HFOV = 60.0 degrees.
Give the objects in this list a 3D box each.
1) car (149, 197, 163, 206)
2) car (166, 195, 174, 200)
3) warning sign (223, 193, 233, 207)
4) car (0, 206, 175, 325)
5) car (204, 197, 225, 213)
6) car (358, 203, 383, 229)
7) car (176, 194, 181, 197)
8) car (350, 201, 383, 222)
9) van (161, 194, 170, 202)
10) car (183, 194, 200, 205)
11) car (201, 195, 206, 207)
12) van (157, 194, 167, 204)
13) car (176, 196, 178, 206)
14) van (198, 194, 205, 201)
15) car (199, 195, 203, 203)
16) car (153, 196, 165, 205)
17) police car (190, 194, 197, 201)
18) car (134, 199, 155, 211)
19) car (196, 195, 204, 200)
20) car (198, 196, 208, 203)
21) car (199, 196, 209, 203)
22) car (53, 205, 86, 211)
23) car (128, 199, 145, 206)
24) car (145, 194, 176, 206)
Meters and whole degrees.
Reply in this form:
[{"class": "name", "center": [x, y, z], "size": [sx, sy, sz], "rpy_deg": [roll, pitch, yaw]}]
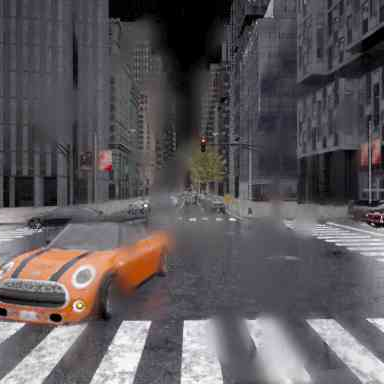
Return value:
[{"class": "car", "center": [-5.981, 1.579, 55.898], "size": [1.947, 1.339, 4.313], "rpy_deg": [0, 0, 0]}, {"class": "car", "center": [-6.220, 1.624, 93.789], "size": [1.802, 1.307, 4.206], "rpy_deg": [0, 0, 0]}, {"class": "warning sign", "center": [4.918, 1.123, 45.475], "size": [1.300, 1.860, 1.060], "rpy_deg": [0, 0, 0]}, {"class": "car", "center": [-2.079, 1.378, 7.516], "size": [2.097, 1.767, 4.553], "rpy_deg": [0, 0, 15]}, {"class": "car", "center": [2.667, 1.556, 36.385], "size": [2.008, 1.369, 4.403], "rpy_deg": [0, 0, 0]}, {"class": "car", "center": [11.805, 1.362, 17.677], "size": [4.718, 1.301, 1.895], "rpy_deg": [-1, 0, 0]}, {"class": "car", "center": [-3.293, 1.538, 54.640], "size": [1.812, 1.442, 4.674], "rpy_deg": [0, 0, 0]}, {"class": "car", "center": [12.572, 1.220, 20.934], "size": [5.008, 1.535, 1.882], "rpy_deg": [-1, 0, 0]}, {"class": "van", "center": [-6.118, 1.368, 77.551], "size": [1.690, 1.788, 3.998], "rpy_deg": [0, 0, 0]}, {"class": "car", "center": [-0.130, 1.505, 58.101], "size": [2.128, 1.511, 4.902], "rpy_deg": [0, 0, 0]}, {"class": "car", "center": [2.598, 1.553, 47.273], "size": [1.887, 1.381, 4.507], "rpy_deg": [0, 0, 0]}, {"class": "van", "center": [-6.050, 1.360, 66.724], "size": [1.690, 1.788, 3.998], "rpy_deg": [0, 0, 0]}, {"class": "car", "center": [-3.241, 1.609, 44.598], "size": [1.895, 1.301, 4.718], "rpy_deg": [0, 0, 0]}, {"class": "van", "center": [2.368, 1.373, 83.745], "size": [1.690, 1.788, 3.998], "rpy_deg": [0, 0, 0]}, {"class": "car", "center": [2.564, 1.562, 52.718], "size": [2.008, 1.369, 4.403], "rpy_deg": [0, 0, 0]}, {"class": "car", "center": [-6.014, 1.541, 61.141], "size": [1.752, 1.417, 4.829], "rpy_deg": [0, 0, 0]}, {"class": "police car", "center": [0.465, 1.464, 90.560], "size": [1.930, 1.638, 5.238], "rpy_deg": [0, 0, 0]}, {"class": "car", "center": [-5.889, 1.557, 41.326], "size": [2.008, 1.369, 4.403], "rpy_deg": [0, 0, 0]}, {"class": "car", "center": [2.302, 1.593, 94.323], "size": [2.008, 1.369, 4.403], "rpy_deg": [0, 0, 0]}, {"class": "car", "center": [2.435, 1.589, 73.168], "size": [1.947, 1.339, 4.313], "rpy_deg": [0, 0, 0]}, {"class": "car", "center": [2.467, 1.545, 68.048], "size": [1.752, 1.417, 4.829], "rpy_deg": [0, 0, 0]}, {"class": "car", "center": [-7.865, 1.569, 20.874], "size": [4.674, 1.442, 1.812], "rpy_deg": [-2, 0, 0]}, {"class": "car", "center": [-5.858, 1.556, 36.334], "size": [2.008, 1.369, 4.403], "rpy_deg": [0, 0, 0]}, {"class": "car", "center": [-3.178, 1.226, 34.646], "size": [2.150, 2.045, 5.566], "rpy_deg": [0, 0, 0]}]
